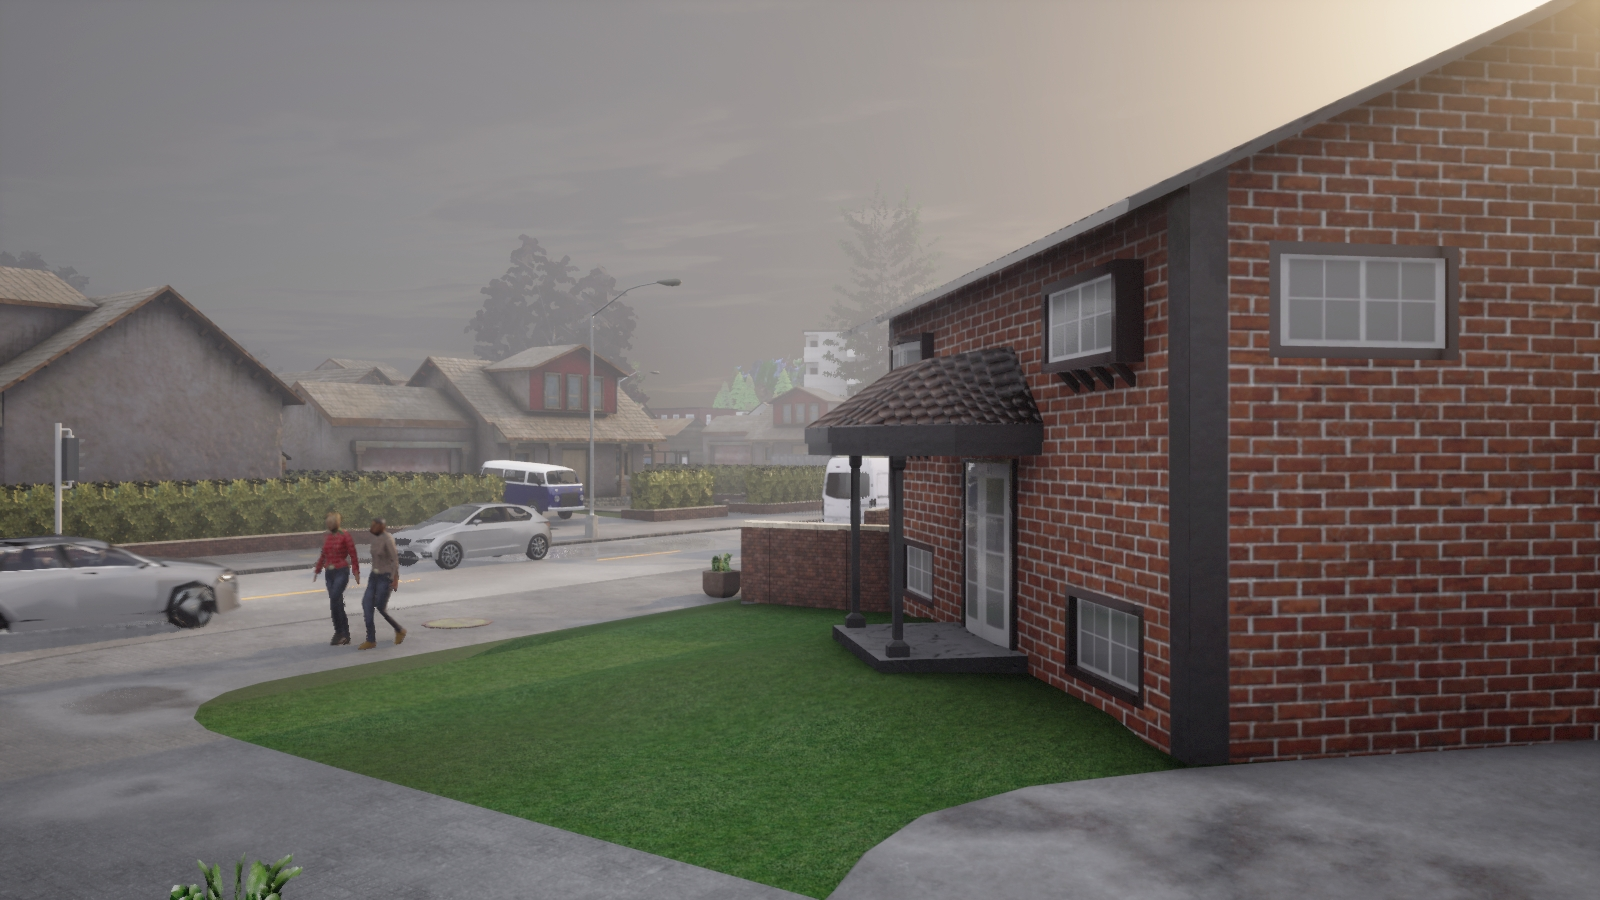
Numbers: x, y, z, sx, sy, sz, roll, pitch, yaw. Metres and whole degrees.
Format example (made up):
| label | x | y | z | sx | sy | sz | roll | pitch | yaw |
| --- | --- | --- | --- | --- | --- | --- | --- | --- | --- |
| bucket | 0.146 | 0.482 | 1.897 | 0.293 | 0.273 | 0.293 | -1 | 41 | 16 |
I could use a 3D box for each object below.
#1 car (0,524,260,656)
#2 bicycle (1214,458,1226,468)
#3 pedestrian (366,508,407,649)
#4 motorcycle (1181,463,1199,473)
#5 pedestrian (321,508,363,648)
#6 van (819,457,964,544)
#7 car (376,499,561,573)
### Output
| label | x | y | z | sx | sy | sz | roll | pitch | yaw |
| --- | --- | --- | --- | --- | --- | --- | --- | --- | --- |
| car | -11.002 | 2.035 | 17.048 | 2.128 | 1.511 | 4.902 | 0 | 0 | 38 |
| bicycle | 65.395 | 2.030 | 177.932 | 1.835 | 1.471 | 0.329 | 0 | 0 | 35 |
| pedestrian | -5.635 | 1.736 | 15.580 | 0.375 | 1.860 | 0.375 | 0 | 0 | 35 |
| motorcycle | 47.455 | 2.161 | 139.026 | 2.033 | 1.199 | 0.803 | 0 | 0 | 35 |
| pedestrian | -6.250 | 1.736 | 15.600 | 0.375 | 1.860 | 0.375 | 0 | 0 | 21 |
| van | 3.089 | 1.522 | 37.155 | 1.988 | 2.561 | 5.915 | 0 | 0 | 35 |
| car | -8.091 | 2.051 | 28.194 | 1.816 | 1.474 | 4.193 | 0 | 0 | 34 |
